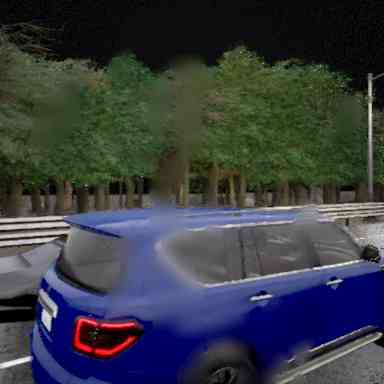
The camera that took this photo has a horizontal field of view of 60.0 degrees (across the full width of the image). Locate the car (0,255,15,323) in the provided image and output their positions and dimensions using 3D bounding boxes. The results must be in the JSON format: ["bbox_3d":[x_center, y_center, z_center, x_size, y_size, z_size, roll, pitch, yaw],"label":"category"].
[{"bbox_3d":[-1.580,1.532,6.877,5.357,1.411,2.033,0,0,-35],"label":"car"}]

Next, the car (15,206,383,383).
[{"bbox_3d":[0.907,1.208,4.500,5.566,2.045,2.150,0,0,-35],"label":"car"}]
